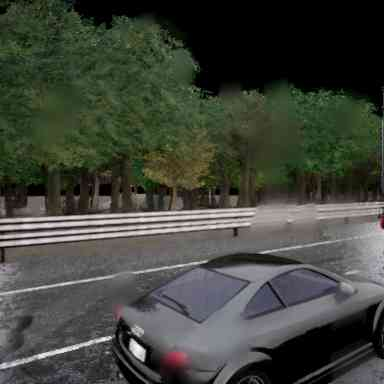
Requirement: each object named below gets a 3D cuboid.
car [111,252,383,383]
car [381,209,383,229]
[{"bbox_3d":[1.078,1.554,4.515,4.181,1.385,1.994,0,0,-36],"label":"car"},{"bbox_3d":[11.372,1.153,16.158,5.566,2.045,2.150,0,0,-35],"label":"car"}]
